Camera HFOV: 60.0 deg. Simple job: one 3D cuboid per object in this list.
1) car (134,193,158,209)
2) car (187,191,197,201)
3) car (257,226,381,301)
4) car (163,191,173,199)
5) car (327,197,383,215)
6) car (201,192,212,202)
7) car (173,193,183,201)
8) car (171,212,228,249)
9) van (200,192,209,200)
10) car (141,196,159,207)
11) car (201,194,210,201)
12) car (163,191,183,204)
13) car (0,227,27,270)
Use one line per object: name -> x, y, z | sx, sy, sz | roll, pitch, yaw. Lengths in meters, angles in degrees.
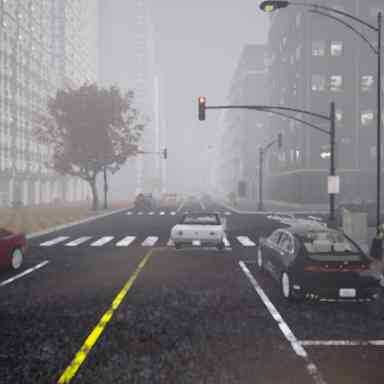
car -> -5.675, 1.024, 40.324 | 2.192, 1.841, 5.009 | 0, 0, 0
car -> 0.031, 1.049, 69.645 | 2.033, 1.411, 5.357 | 0, 0, 0
car -> 2.691, 1.489, 7.934 | 2.008, 1.369, 4.403 | 0, 0, 0
car -> -5.656, 0.776, 78.983 | 2.192, 1.841, 5.009 | 0, 0, 0
car -> 13.437, 1.138, 27.333 | 4.403, 1.369, 2.008 | -1, 1, -1
car -> 2.717, 1.128, 62.413 | 1.947, 1.339, 4.313 | 0, 0, 0
car -> -2.968, 1.008, 70.210 | 1.837, 1.490, 4.892 | 0, 0, 0
car -> 0.496, 1.494, 14.002 | 1.895, 1.301, 4.718 | 0, 0, 8
van -> 2.722, 0.835, 73.457 | 1.690, 1.788, 3.998 | 0, 0, 0
car -> -5.672, 1.238, 45.849 | 1.947, 1.339, 4.313 | 0, 0, 0
car -> 2.720, 1.052, 68.105 | 1.752, 1.417, 4.829 | 0, 0, 0
car -> -3.051, 0.967, 54.355 | 2.097, 1.767, 4.553 | 0, 0, 0
car -> -5.689, 1.483, 7.939 | 1.887, 1.381, 4.507 | 0, 0, 0
